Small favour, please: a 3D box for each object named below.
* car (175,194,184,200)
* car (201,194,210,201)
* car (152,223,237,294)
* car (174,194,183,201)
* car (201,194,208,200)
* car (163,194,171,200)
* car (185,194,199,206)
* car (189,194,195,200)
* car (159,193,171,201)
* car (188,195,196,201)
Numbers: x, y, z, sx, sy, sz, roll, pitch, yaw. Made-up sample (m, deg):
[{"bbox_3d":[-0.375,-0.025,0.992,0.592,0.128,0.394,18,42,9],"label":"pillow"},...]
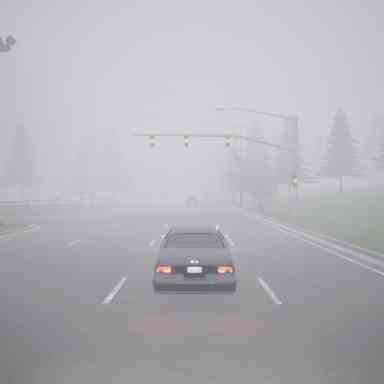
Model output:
[{"bbox_3d":[-3.510,1.358,94.030,2.128,1.511,4.902,0,0,0],"label":"car"},{"bbox_3d":[3.491,1.492,83.611,1.837,1.490,4.892,0,0,0],"label":"car"},{"bbox_3d":[0.065,1.547,8.929,2.033,1.411,5.357,0,0,0],"label":"car"},{"bbox_3d":[-3.509,1.517,84.027,1.812,1.442,4.674,0,0,0],"label":"car"},{"bbox_3d":[3.490,1.310,94.031,1.882,1.535,5.008,0,0,0],"label":"car"},{"bbox_3d":[-7.010,1.385,94.030,1.994,1.385,4.181,0,0,0],"label":"car"},{"bbox_3d":[-0.008,1.352,52.968,2.097,1.767,4.553,0,0,0],"label":"car"},{"bbox_3d":[-0.010,1.310,94.031,1.882,1.535,5.008,0,0,0],"label":"car"},{"bbox_3d":[-7.009,1.217,83.640,2.150,2.045,5.566,0,0,0],"label":"car"},{"bbox_3d":[-0.009,1.531,83.611,2.033,1.411,5.357,0,0,0],"label":"car"}]
